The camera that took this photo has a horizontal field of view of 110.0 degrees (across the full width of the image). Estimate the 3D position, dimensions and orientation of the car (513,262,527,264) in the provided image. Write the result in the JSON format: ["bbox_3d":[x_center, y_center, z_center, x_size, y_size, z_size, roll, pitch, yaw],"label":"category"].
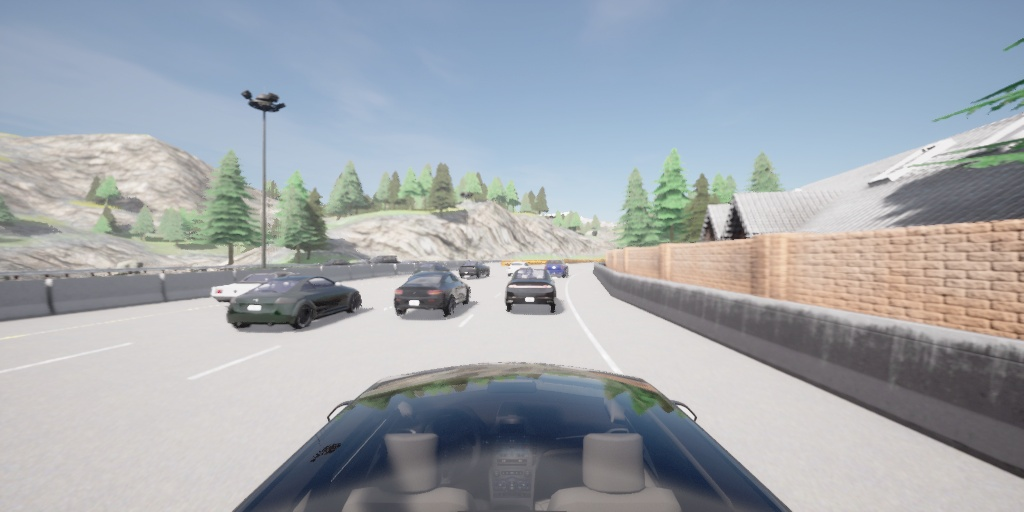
[{"bbox_3d":[0.788,1.278,35.497,1.812,1.442,4.674,0,0,13],"label":"car"}]

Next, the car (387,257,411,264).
[{"bbox_3d":[-14.012,1.256,48.525,2.033,1.411,5.357,0,0,17],"label":"car"}]

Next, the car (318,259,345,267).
[{"bbox_3d":[-24.571,1.182,49.662,1.837,1.490,4.892,0,0,16],"label":"car"}]

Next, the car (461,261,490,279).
[{"bbox_3d":[-3.379,1.231,32.875,2.128,1.511,4.902,0,0,12],"label":"car"}]

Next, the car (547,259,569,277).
[{"bbox_3d":[4.425,1.115,35.531,2.097,1.767,4.553,0,0,14],"label":"car"}]

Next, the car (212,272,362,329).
[{"bbox_3d":[-6.459,1.295,11.172,1.994,1.385,4.181,0,0,4],"label":"car"}]

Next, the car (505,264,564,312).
[{"bbox_3d":[0.816,1.244,14.403,2.128,1.511,4.902,0,0,5],"label":"car"}]

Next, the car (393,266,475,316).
[{"bbox_3d":[-2.808,1.267,13.243,1.812,1.442,4.674,0,0,5],"label":"car"}]

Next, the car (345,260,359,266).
[{"bbox_3d":[-20.614,1.180,50.681,2.128,1.511,4.902,0,0,17],"label":"car"}]

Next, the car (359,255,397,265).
[{"bbox_3d":[-17.621,0.919,48.580,2.150,2.045,5.566,0,0,17],"label":"car"}]

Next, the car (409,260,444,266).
[{"bbox_3d":[-7.112,1.293,32.146,1.994,1.385,4.181,0,0,11],"label":"car"}]
